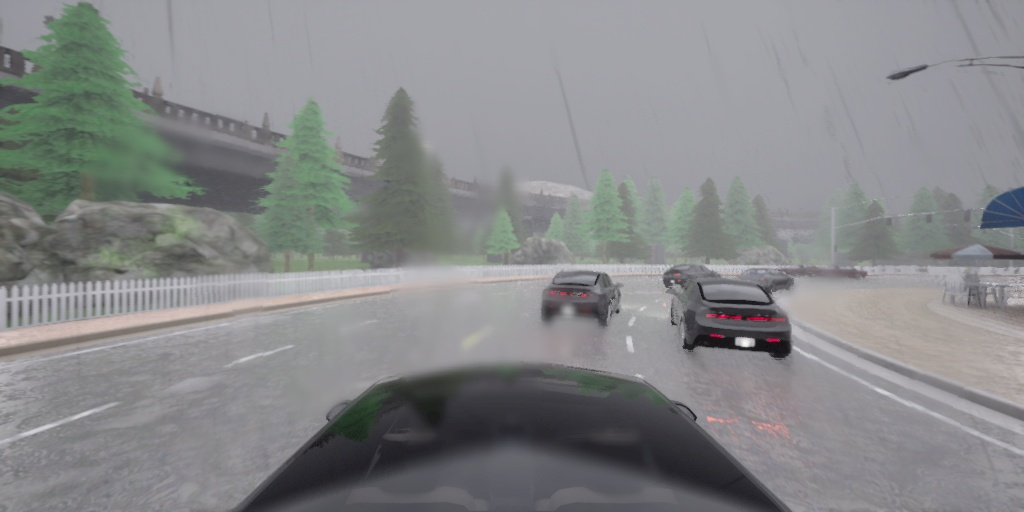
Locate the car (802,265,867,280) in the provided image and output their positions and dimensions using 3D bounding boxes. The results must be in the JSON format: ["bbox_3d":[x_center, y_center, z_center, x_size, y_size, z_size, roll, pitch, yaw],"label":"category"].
[{"bbox_3d":[29.988,1.563,33.197,4.718,1.301,1.895,1,0,-9],"label":"car"}]

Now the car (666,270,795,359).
[{"bbox_3d":[4.985,1.282,8.709,1.837,1.490,4.892,1,1,20],"label":"car"}]

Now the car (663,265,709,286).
[{"bbox_3d":[11.672,1.289,23.199,4.892,1.490,1.837,0,0,-37],"label":"car"}]

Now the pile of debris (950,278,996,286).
[{"bbox_3d":[40.344,2.280,31.373,1.860,0.140,1.500,0,0,-10],"label":"pile of debris"}]

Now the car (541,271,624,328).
[{"bbox_3d":[2.362,1.228,11.481,1.837,1.490,4.892,1,-1,22],"label":"car"}]

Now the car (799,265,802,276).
[{"bbox_3d":[29.392,1.537,36.645,4.718,1.301,1.895,1,0,-9],"label":"car"}]

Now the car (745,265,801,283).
[{"bbox_3d":[14.914,1.399,21.215,4.181,1.385,1.994,1,0,-34],"label":"car"}]
